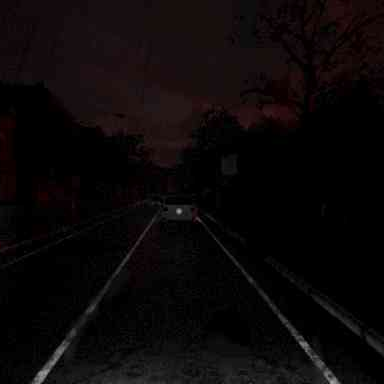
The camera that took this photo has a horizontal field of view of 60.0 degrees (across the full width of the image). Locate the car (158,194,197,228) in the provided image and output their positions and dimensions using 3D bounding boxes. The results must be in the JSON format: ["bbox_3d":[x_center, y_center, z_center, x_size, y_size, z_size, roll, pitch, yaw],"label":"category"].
[{"bbox_3d":[-0.880,1.133,21.631,2.150,2.045,5.566,0,1,-3],"label":"car"}]

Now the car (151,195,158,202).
[{"bbox_3d":[-6.811,1.297,64.095,1.895,1.301,4.718,0,0,-3],"label":"car"}]

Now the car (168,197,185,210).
[{"bbox_3d":[-1.957,1.362,41.492,2.033,1.411,5.357,0,0,-3],"label":"car"}]
